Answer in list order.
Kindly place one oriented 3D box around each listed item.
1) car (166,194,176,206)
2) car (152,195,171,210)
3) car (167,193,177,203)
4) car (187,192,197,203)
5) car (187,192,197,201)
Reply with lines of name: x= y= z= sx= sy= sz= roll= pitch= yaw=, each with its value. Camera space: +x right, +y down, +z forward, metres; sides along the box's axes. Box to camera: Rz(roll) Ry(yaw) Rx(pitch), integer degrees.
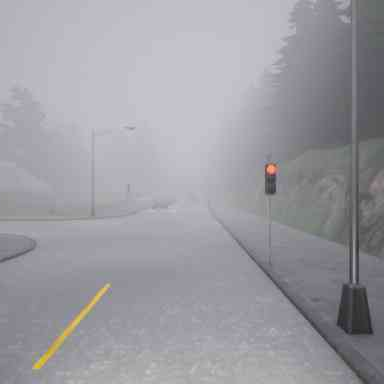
car: x=-4.113 y=1.467 z=53.772 sx=1.882 sy=1.535 sz=5.008 roll=0 pitch=0 yaw=0
car: x=-4.103 y=1.517 z=43.481 sx=1.812 sy=1.442 sz=4.674 roll=0 pitch=0 yaw=0
car: x=-4.068 y=1.209 z=64.451 sx=2.150 sy=2.045 sz=5.566 roll=0 pitch=0 yaw=0
car: x=-0.028 y=1.338 z=68.291 sx=2.097 sy=1.767 sz=4.553 roll=0 pitch=0 yaw=0
car: x=-0.033 y=1.093 z=78.387 sx=2.150 sy=2.045 sz=5.566 roll=0 pitch=0 yaw=0
